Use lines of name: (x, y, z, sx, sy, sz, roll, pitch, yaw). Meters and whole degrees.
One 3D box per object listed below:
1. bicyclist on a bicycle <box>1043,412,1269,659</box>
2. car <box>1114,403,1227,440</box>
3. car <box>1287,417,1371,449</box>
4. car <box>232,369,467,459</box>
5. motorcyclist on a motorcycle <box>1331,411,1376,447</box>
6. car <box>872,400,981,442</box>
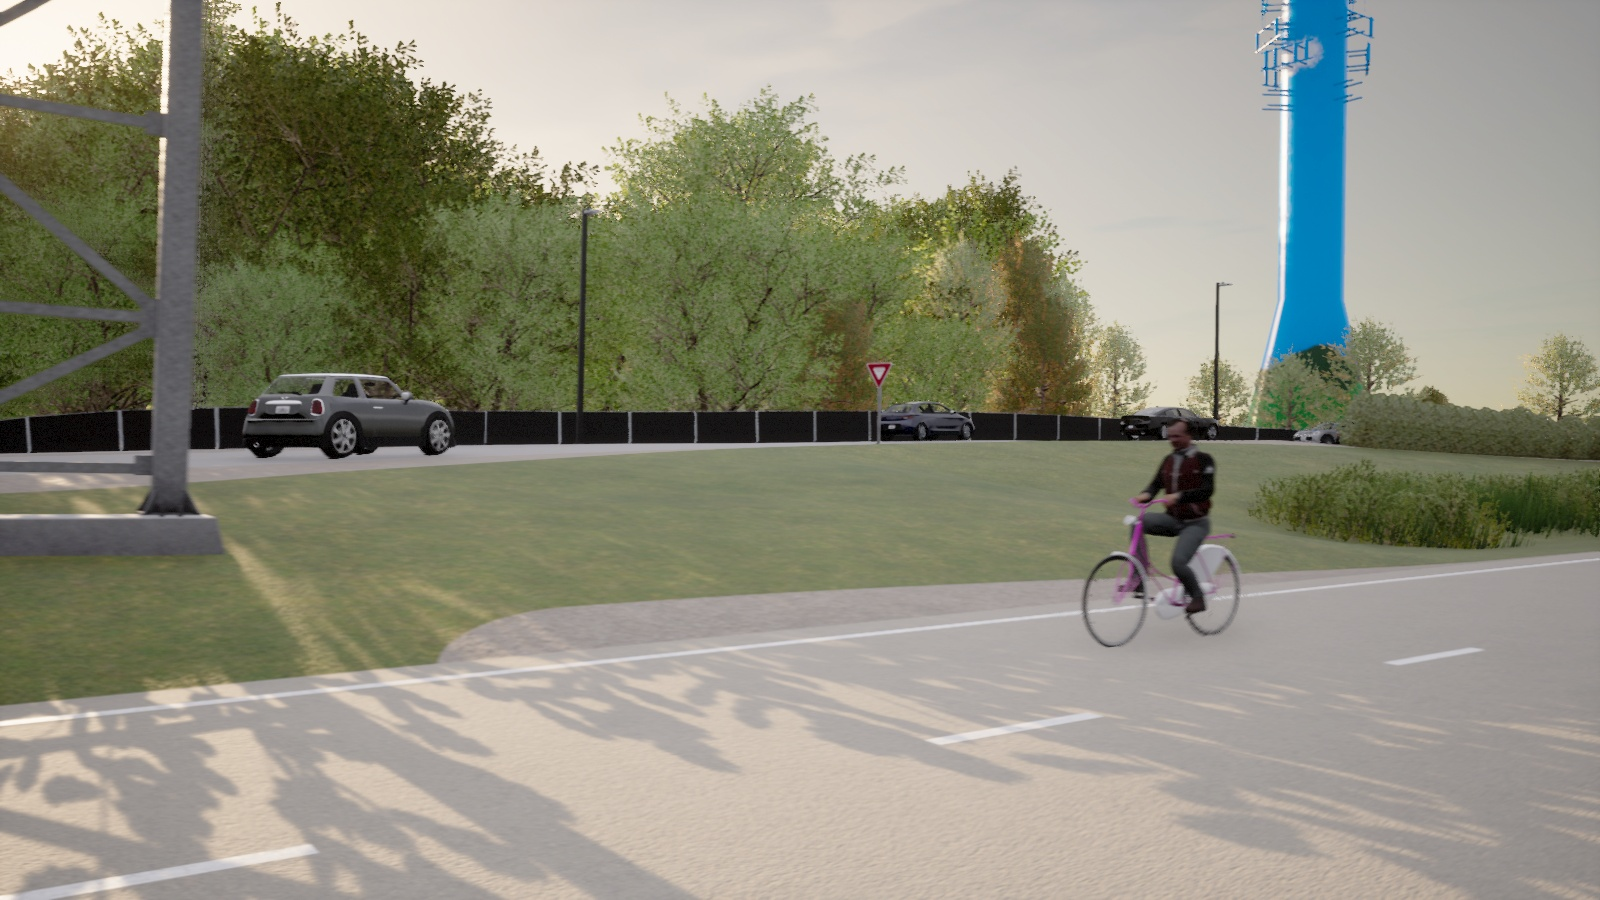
bicyclist on a bicycle: (2.808, 0.622, 9.829, 1.843, 1.776, 0.659, 0, 0, -34)
car: (16.327, -1.244, 55.254, 5.008, 1.535, 1.882, -1, 0, -32)
car: (27.997, -0.876, 66.483, 3.806, 1.475, 1.970, 3, -2, -23)
car: (-7.999, -0.623, 22.676, 1.970, 1.475, 3.806, 0, 1, 21)
motorcyclist on a motorcycle: (27.449, -1.010, 62.281, 2.350, 1.649, 0.766, 3, -1, -30)
car: (4.695, -1.069, 46.361, 1.816, 1.474, 4.193, 0, 1, 43)
